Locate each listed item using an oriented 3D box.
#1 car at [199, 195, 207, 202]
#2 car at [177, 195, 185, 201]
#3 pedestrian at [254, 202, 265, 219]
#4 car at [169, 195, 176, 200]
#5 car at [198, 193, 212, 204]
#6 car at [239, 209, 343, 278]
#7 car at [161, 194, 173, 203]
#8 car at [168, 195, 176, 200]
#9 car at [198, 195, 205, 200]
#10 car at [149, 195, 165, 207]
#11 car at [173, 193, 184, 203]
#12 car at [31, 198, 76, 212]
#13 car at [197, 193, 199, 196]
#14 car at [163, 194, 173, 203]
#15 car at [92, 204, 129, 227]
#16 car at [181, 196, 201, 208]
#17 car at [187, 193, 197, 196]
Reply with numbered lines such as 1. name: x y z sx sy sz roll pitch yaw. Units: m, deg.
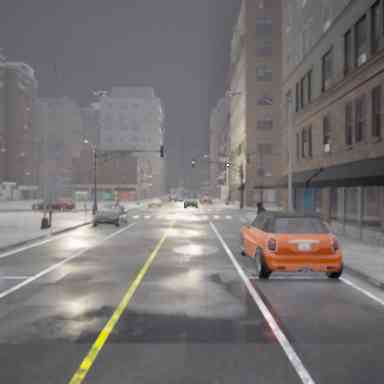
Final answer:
1. car: 2.632 1.484 77.745 1.752 1.417 4.829 0 0 0
2. car: -2.756 1.441 83.751 1.812 1.442 4.674 0 0 0
3. pedestrian: 2.676 1.286 13.062 0.375 1.860 0.375 0 0 -8
4. car: -5.394 1.475 94.391 1.752 1.417 4.829 0 0 0
5. car: 2.633 1.407 60.589 1.967 1.590 4.097 0 0 0
6. car: 2.749 1.345 10.266 2.097 1.767 4.553 0 0 0
7. car: -5.392 1.275 71.913 2.192 1.841 5.009 0 0 0
8. car: -5.394 1.535 88.899 1.802 1.307 4.206 0 0 0
9. car: 2.631 1.501 94.561 2.008 1.369 4.403 0 0 0
10. car: -5.391 1.497 49.095 1.752 1.417 4.829 0 0 0
11. car: -2.755 1.504 67.799 2.033 1.411 5.357 0 0 0
12. car: -15.408 1.432 37.086 4.674 1.442 1.812 0 0 0
13. car: 2.633 1.279 66.251 2.192 1.841 5.009 0 0 0
14. car: -5.392 1.514 66.251 2.008 1.369 4.403 0 0 0
15. car: -5.389 1.537 22.419 2.008 1.369 4.403 0 0 0
16. car: -0.113 1.574 45.996 1.895 1.301 4.718 0 0 0
17. car: -0.006 1.180 83.966 2.150 2.045 5.566 0 0 0
